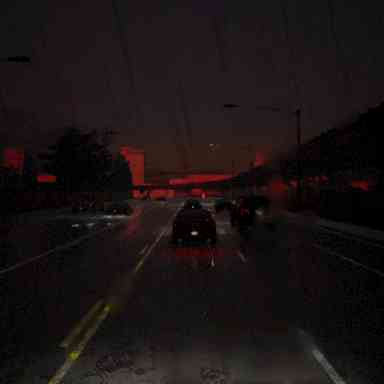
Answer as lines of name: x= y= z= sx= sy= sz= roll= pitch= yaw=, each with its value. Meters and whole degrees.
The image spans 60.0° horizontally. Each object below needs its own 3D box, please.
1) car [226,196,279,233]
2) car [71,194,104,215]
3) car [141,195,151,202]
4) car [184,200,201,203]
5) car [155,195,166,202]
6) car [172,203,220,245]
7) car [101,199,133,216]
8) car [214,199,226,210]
car: x=3.594 y=1.243 z=20.051 sx=2.150 sy=2.045 sz=5.566 roll=0 pitch=0 yaw=0
car: x=-10.608 y=1.230 z=34.509 sx=2.150 sy=2.045 sz=5.566 roll=0 pitch=0 yaw=0
car: x=-10.521 y=1.444 z=76.013 sx=2.033 sy=1.411 sz=5.357 roll=0 pitch=0 yaw=0
car: x=0.091 y=1.570 z=37.486 sx=1.994 sy=1.385 sz=4.181 roll=0 pitch=0 yaw=0
car: x=-7.021 y=1.437 z=74.652 sx=1.994 sy=1.385 sz=4.181 roll=0 pitch=0 yaw=0
car: x=0.095 y=1.502 z=15.824 sx=1.882 sy=1.535 sz=5.008 roll=0 pitch=0 yaw=0
car: x=-7.106 y=1.574 z=32.654 sx=1.994 sy=1.385 sz=4.181 roll=0 pitch=0 yaw=0
car: x=3.590 y=1.531 z=37.823 sx=1.812 sy=1.442 sz=4.674 roll=0 pitch=0 yaw=0
